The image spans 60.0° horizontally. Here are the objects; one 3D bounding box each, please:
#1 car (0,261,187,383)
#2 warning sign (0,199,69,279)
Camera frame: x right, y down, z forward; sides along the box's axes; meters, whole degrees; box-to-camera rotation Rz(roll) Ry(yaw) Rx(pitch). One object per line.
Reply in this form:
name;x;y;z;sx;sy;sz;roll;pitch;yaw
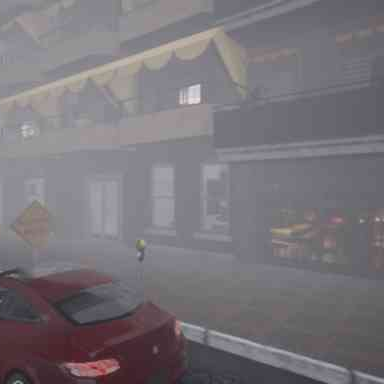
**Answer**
car;-1.995;1.589;4.298;4.206;1.307;1.802;0;0;36
warning sign;-4.135;1.129;8.745;1.060;1.860;1.300;0;0;36
